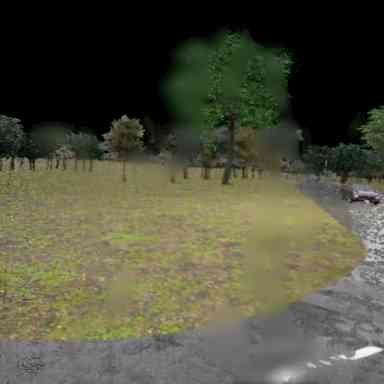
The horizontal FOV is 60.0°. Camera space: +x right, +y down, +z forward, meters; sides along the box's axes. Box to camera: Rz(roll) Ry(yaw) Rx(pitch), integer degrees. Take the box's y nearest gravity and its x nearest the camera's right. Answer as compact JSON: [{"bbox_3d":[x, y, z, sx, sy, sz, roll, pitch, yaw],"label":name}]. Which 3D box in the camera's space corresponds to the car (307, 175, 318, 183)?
[{"bbox_3d":[31.763,-3.498,87.556,2.150,2.045,5.566,5,4,14],"label":"car"}]

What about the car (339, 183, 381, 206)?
[{"bbox_3d":[12.338,0.086,24.770,2.033,1.411,5.357,5,4,13],"label":"car"}]
